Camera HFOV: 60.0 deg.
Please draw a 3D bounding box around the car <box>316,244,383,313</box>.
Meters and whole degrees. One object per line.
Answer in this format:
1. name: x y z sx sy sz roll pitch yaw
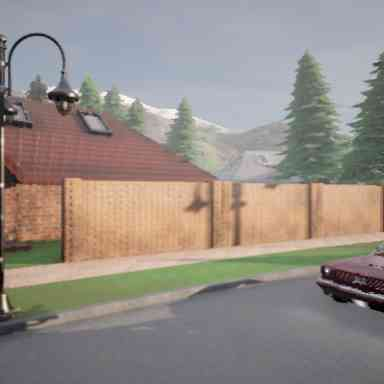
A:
1. car: 4.791 1.596 6.784 4.718 1.301 1.895 0 0 -30
